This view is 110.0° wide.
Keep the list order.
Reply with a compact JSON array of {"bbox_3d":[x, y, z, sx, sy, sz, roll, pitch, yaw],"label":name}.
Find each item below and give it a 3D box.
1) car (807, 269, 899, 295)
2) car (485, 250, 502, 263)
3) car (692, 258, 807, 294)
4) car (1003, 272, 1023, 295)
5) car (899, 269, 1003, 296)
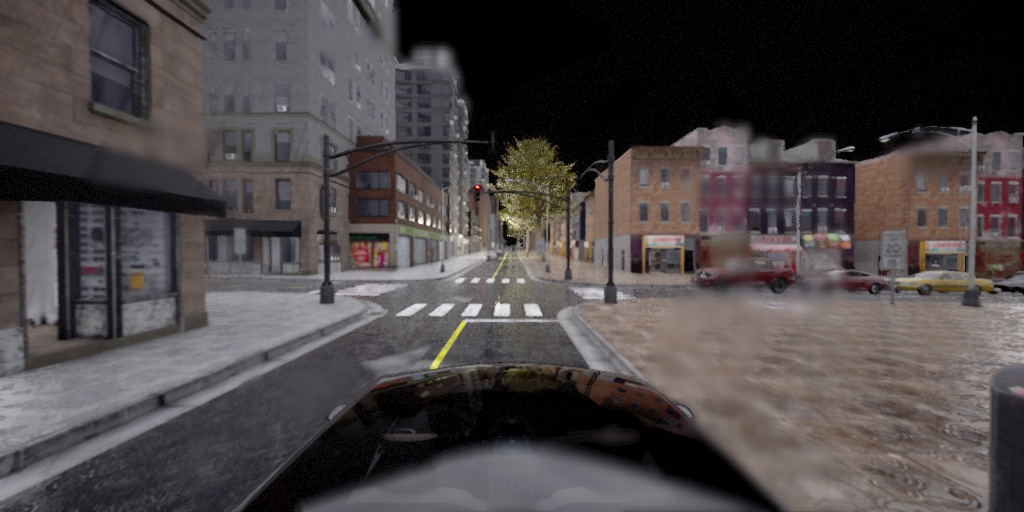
[{"bbox_3d":[18.091,1.375,19.740,4.207,1.307,1.802,0,0,0],"label":"car"},{"bbox_3d":[-2.780,0.234,52.167,1.812,1.442,4.674,0,3,0],"label":"car"},{"bbox_3d":[12.689,1.031,19.727,5.009,1.841,2.192,0,0,0],"label":"car"},{"bbox_3d":[28.897,1.512,19.766,4.313,1.339,1.948,0,0,0],"label":"car"},{"bbox_3d":[23.324,1.395,19.753,4.829,1.417,1.751,0,0,0],"label":"car"}]
